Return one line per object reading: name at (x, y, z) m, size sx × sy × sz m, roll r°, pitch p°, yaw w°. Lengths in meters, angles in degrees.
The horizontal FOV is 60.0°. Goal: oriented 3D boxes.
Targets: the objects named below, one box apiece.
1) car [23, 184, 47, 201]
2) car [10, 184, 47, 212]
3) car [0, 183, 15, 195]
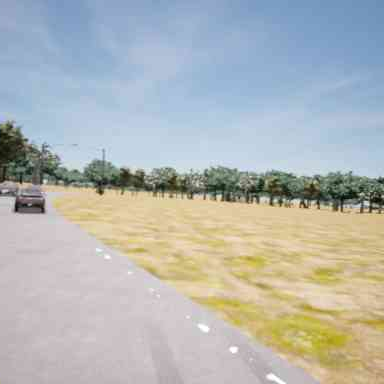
car at (-16.990, -0.010, 36.169) m, size 1.882 × 1.535 × 5.008 m, roll 4°, pitch 1°, yaw -20°
car at (-11.256, 0.503, 23.167) m, size 2.128 × 1.511 × 4.902 m, roll 4°, pitch 0°, yaw -27°
car at (-20.861, -0.277, 37.986) m, size 2.128 × 1.511 × 4.902 m, roll 4°, pitch 0°, yaw -19°
